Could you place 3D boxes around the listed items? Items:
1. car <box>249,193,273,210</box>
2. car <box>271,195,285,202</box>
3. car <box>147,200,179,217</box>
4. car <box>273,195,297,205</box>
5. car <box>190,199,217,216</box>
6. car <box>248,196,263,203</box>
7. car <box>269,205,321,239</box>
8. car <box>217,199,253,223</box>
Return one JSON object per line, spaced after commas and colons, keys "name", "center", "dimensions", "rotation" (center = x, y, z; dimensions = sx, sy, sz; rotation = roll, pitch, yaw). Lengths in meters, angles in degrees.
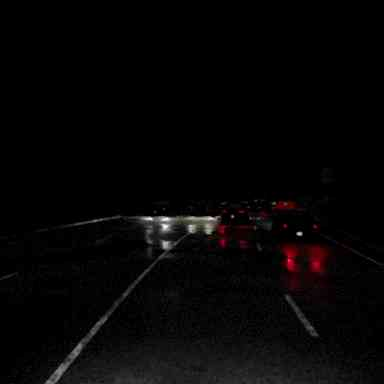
{"name": "car", "center": [8.421, 1.167, 41.337], "dimensions": [2.150, 2.045, 5.566], "rotation": [0, -1, 21]}
{"name": "car", "center": [18.218, 1.395, 70.358], "dimensions": [1.812, 1.442, 4.674], "rotation": [0, 0, 28]}
{"name": "car", "center": [-2.586, 1.456, 31.027], "dimensions": [1.812, 1.442, 4.674], "rotation": [0, 0, 16]}
{"name": "car", "center": [10.619, 1.322, 37.160], "dimensions": [2.097, 1.767, 4.553], "rotation": [0, 0, 20]}
{"name": "car", "center": [1.274, 1.421, 31.839], "dimensions": [1.882, 1.535, 5.008], "rotation": [0, 0, 17]}
{"name": "car", "center": [13.057, 1.445, 68.102], "dimensions": [1.994, 1.385, 4.181], "rotation": [0, 0, 28]}
{"name": "car", "center": [5.248, 1.585, 17.263], "dimensions": [1.895, 1.301, 4.718], "rotation": [0, 0, 9]}
{"name": "car", "center": [3.297, 1.490, 24.931], "dimensions": [1.812, 1.442, 4.674], "rotation": [0, 0, 13]}
